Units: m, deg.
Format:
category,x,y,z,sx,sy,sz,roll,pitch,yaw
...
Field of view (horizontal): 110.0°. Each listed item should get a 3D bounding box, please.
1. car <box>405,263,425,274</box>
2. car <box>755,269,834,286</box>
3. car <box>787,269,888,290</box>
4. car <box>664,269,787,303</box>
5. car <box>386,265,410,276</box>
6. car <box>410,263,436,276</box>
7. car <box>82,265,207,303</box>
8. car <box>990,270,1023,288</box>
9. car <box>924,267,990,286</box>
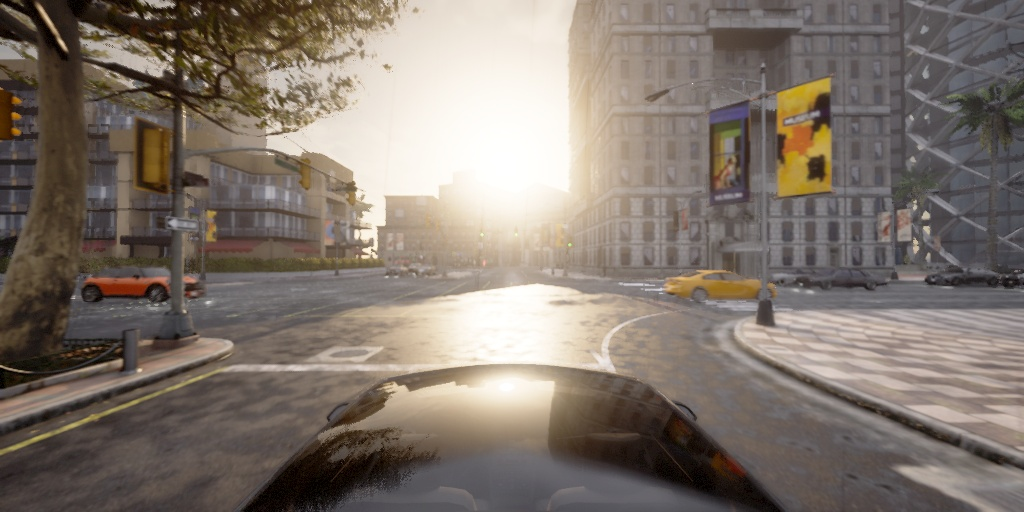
category,x,y,z,sx,sy,sz,roll,pitch,yaw
car,-15.050,1.917,55.946,1.837,1.490,4.892,0,0,0
car,22.178,1.676,28.283,4.718,1.301,1.895,0,-1,0
car,22.629,1.580,24.789,5.357,1.411,2.033,0,-1,0
car,10.169,1.441,17.622,5.008,1.535,1.882,0,-1,0
car,-15.043,1.871,47.258,1.994,1.385,4.181,0,-1,1
car,-11.534,1.807,47.948,2.128,1.511,4.902,0,-1,1
car,-17.726,1.256,17.475,4.553,1.767,2.097,0,-1,0
car,36.901,1.537,24.777,4.892,1.490,1.837,0,-1,0
car,35.533,1.602,28.275,4.674,1.442,1.812,-1,-1,0
